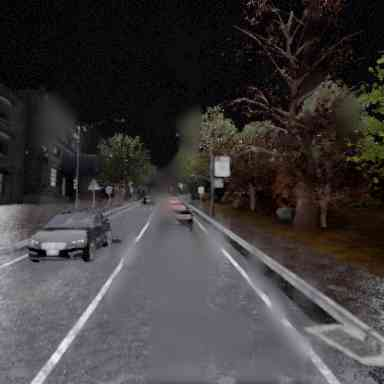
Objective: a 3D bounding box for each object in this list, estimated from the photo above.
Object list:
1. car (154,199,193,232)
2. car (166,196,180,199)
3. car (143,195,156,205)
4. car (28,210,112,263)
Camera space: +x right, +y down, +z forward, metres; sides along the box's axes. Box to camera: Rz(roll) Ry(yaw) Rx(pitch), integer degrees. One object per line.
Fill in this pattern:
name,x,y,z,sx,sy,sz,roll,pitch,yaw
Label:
car,-0.952,1.430,19.644,2.128,1.511,4.902,0,0,-4
car,-2.165,1.215,37.639,2.097,1.767,4.553,0,0,-4
car,-6.950,1.277,54.113,2.128,1.511,4.902,0,0,-3
car,-4.139,1.444,11.970,2.128,1.511,4.902,0,1,-4
